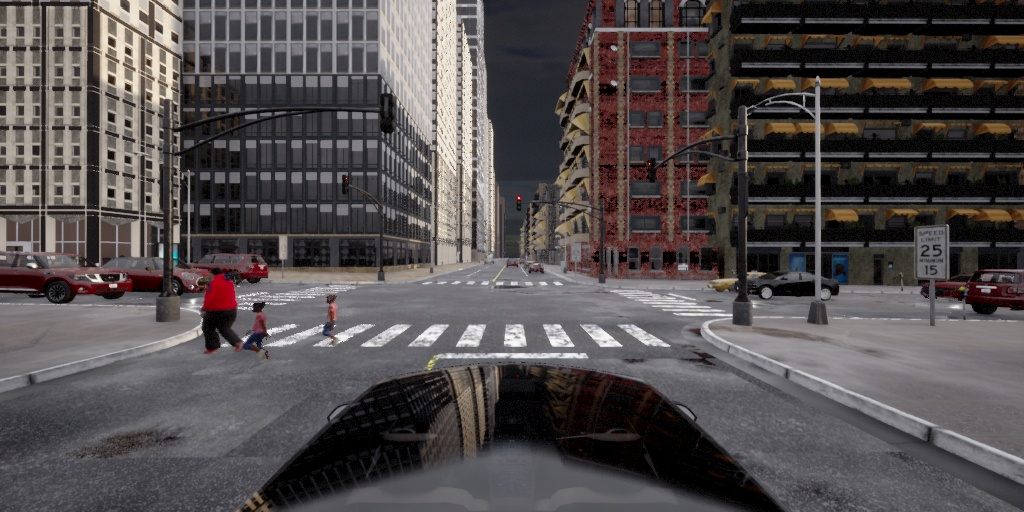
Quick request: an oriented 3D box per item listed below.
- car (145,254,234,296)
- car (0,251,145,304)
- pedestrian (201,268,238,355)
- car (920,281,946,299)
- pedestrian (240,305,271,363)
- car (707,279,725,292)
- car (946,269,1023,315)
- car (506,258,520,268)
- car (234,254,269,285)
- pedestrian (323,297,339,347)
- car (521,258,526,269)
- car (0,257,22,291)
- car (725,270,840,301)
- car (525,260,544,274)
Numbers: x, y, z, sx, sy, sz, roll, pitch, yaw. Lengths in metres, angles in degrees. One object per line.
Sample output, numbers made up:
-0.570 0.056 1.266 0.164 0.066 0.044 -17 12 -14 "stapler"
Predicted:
-15.724 0.835 16.089 4.553 1.767 2.097 1 0 0 "car"
-17.560 0.757 13.484 5.009 1.841 2.192 0 0 0 "car"
-5.940 1.044 7.261 0.375 1.860 0.375 0 0 0 "pedestrian"
25.412 1.725 19.593 5.008 1.535 1.882 1 0 0 "car"
-4.655 1.044 6.637 0.375 1.860 0.375 0 0 0 "pedestrian"
14.657 1.587 22.103 4.829 1.417 1.751 0 0 0 "car"
20.614 1.461 13.799 5.009 1.841 2.192 0 0 0 "car"
0.082 1.125 63.972 2.097 1.767 4.553 0 0 0 "car"
-17.684 0.776 21.863 5.009 1.841 2.192 0 0 0 "car"
-3.991 1.044 7.947 0.375 1.860 0.375 0 0 0 "pedestrian"
2.760 1.317 54.733 2.007 1.370 4.403 0 0 0 "car"
-25.713 0.774 16.017 5.008 1.535 1.882 1 0 -1 "car"
14.819 1.532 19.517 5.008 1.535 1.882 1 0 0 "car"
2.793 1.341 41.816 1.802 1.307 4.207 0 0 0 "car"
